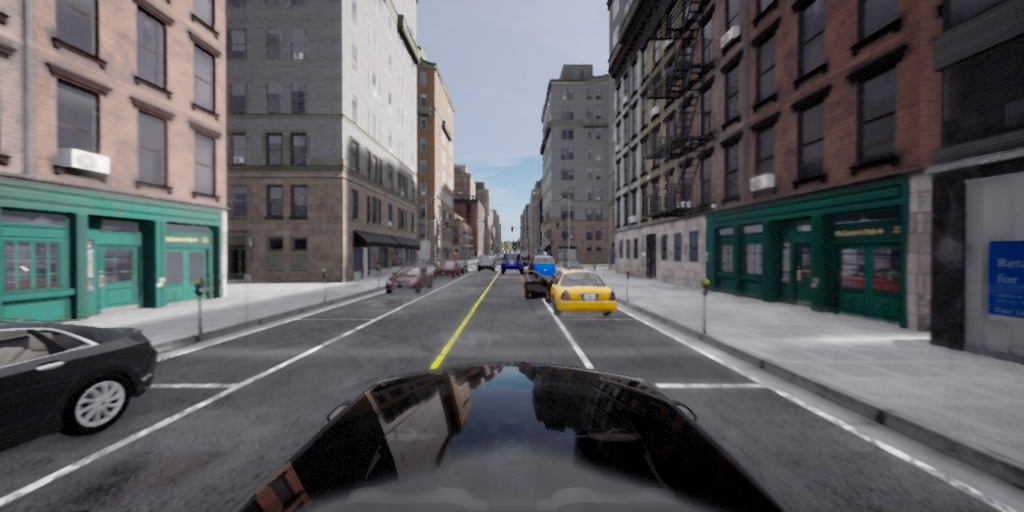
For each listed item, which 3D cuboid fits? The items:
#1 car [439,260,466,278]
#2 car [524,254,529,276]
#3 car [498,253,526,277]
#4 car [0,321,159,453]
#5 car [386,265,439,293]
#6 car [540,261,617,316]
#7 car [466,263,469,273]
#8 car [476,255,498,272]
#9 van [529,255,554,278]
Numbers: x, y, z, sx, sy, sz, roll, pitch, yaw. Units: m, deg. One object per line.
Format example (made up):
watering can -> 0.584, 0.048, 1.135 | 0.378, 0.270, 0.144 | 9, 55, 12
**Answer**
car -> -5.384, 1.082, 30.314 | 1.888, 1.381, 4.507 | 0, 0, 0
car -> 2.641, 0.810, 35.824 | 2.192, 1.841, 5.009 | 0, 0, 0
car -> 0.063, 0.713, 36.326 | 2.150, 2.045, 5.566 | 0, 0, 1
car -> -5.387, 1.293, 2.759 | 2.007, 1.370, 4.403 | 0, 0, 0
car -> -5.385, 1.202, 19.291 | 1.802, 1.307, 4.207 | 0, 0, 0
car -> 2.227, 1.124, 12.824 | 1.801, 1.575, 5.366 | 0, 0, 0
car -> -5.384, 1.061, 35.824 | 1.948, 1.339, 4.313 | 0, 0, 0
car -> -2.753, 0.977, 39.315 | 1.837, 1.490, 4.892 | 0, 0, 0
van -> 2.641, 0.878, 30.312 | 1.690, 1.789, 3.998 | 0, 0, 0
